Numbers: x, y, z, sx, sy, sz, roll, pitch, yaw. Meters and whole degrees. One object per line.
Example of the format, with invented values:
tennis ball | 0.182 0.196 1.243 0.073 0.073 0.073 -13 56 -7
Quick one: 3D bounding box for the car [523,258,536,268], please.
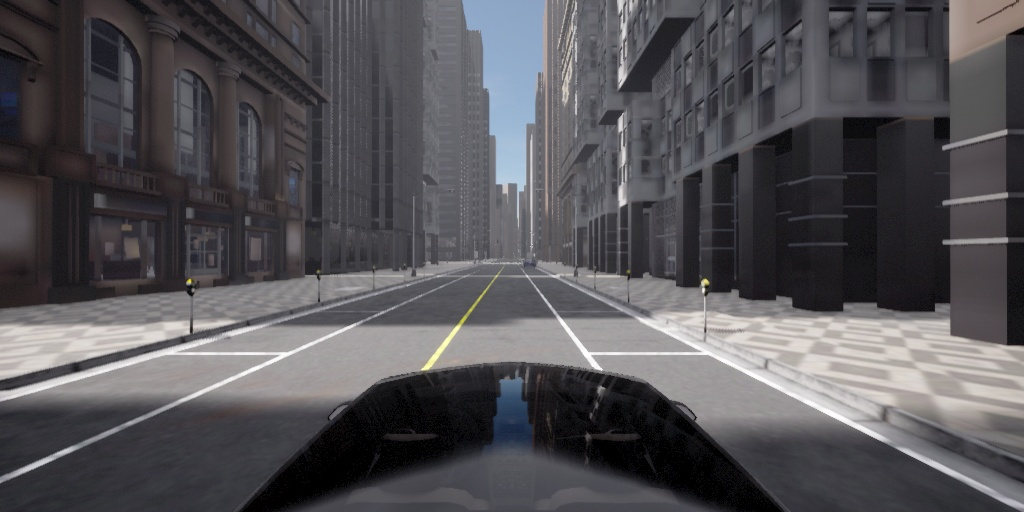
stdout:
car | 3.000 1.119 62.097 2.097 1.767 4.553 0 0 0
